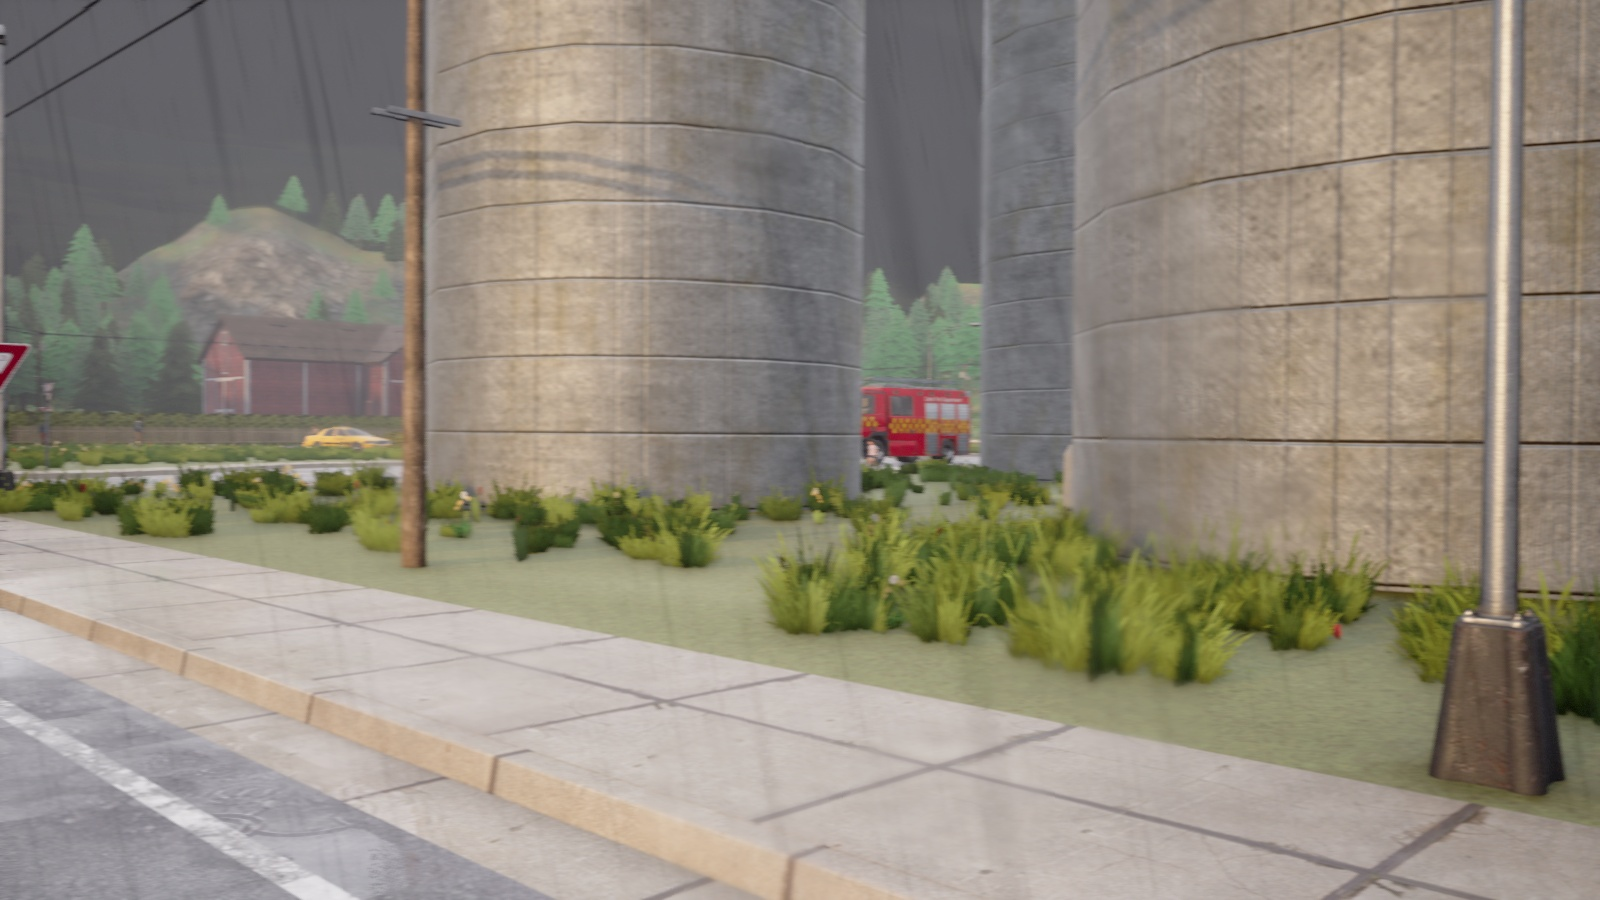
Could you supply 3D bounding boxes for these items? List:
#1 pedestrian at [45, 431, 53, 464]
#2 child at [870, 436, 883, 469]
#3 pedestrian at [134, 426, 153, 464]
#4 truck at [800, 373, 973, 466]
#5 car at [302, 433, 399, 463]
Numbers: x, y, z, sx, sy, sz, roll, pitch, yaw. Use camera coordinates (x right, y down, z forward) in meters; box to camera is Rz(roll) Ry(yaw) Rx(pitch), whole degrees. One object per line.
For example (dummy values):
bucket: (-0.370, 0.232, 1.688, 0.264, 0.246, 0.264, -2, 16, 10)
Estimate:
pedestrian: (-42.760, -0.142, 71.508, 0.353, 1.847, 0.614, -1, 1, -28)
child: (2.605, 0.075, 42.731, 0.394, 1.110, 0.255, -1, 1, -43)
pedestrian: (-34.374, -0.272, 65.779, 0.788, 1.949, 0.423, -1, 1, -39)
truck: (3.998, -1.344, 55.889, 2.891, 3.827, 8.468, 0, 1, 44)
car: (-24.471, -0.133, 68.347, 5.366, 1.575, 1.801, 0, 1, 27)
